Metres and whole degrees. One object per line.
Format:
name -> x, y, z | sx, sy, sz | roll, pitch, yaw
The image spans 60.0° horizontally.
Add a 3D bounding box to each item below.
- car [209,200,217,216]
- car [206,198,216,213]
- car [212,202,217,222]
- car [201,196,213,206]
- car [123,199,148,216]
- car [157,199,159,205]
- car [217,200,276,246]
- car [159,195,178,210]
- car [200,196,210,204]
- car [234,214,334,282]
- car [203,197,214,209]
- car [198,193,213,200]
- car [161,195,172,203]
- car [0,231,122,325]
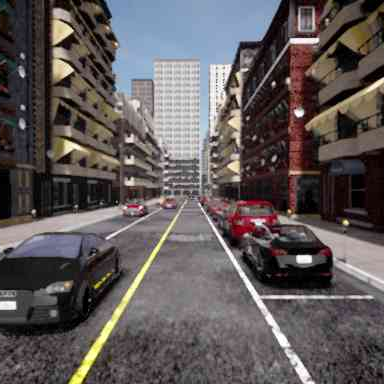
car -> 2.545, 1.576, 26.280 | 1.802, 1.307, 4.206 | -1, 0, 0
car -> 2.543, 1.574, 31.830 | 1.802, 1.307, 4.206 | -1, 0, 0
car -> 2.547, 1.546, 20.731 | 2.008, 1.369, 4.403 | -1, 0, 0
car -> 2.537, 1.539, 42.927 | 2.008, 1.369, 4.403 | -1, 0, 0
car -> -5.339, 1.433, 31.805 | 1.967, 1.590, 4.097 | -1, 0, 0
car -> -5.350, 1.507, 59.380 | 1.752, 1.417, 4.829 | -1, 0, 0
car -> 2.546, 1.312, 15.182 | 2.192, 1.841, 5.009 | -1, 0, 0
car -> -2.856, 1.513, 43.686 | 1.812, 1.442, 4.674 | 0, 0, 0
car -> 2.528, 1.504, 65.293 | 1.752, 1.417, 4.829 | -1, 0, 0
car -> 2.552, 1.564, 9.633 | 1.947, 1.339, 4.313 | -1, 0, 0
car -> 2.540, 1.556, 37.378 | 1.947, 1.339, 4.313 | -1, 0, 0
car -> 2.530, 1.299, 54.025 | 2.192, 1.841, 5.009 | -1, 0, 0
car -> -5.356, 1.417, 70.648 | 1.967, 1.590, 4.097 | -1, 0, 0
car -> -2.841, 1.563, 7.121 | 1.994, 1.385, 4.181 | 0, 0, 0
